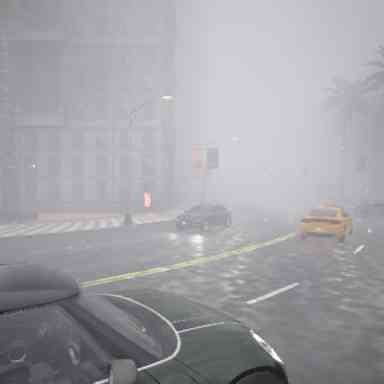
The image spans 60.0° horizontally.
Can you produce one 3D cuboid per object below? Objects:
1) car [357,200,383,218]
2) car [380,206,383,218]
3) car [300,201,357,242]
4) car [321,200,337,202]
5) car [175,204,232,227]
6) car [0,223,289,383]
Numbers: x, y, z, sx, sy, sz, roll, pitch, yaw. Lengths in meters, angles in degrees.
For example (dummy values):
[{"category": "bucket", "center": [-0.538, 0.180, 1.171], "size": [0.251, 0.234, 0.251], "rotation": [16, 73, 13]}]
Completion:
[{"category": "car", "center": [16.041, 1.480, 30.071], "size": [2.128, 1.511, 4.902], "rotation": [0, 0, 13]}, {"category": "car", "center": [9.721, 1.488, 14.680], "size": [2.128, 1.511, 4.902], "rotation": [0, 0, 32]}, {"category": "car", "center": [6.851, 1.469, 16.705], "size": [1.882, 1.535, 5.008], "rotation": [0, 0, 31]}, {"category": "car", "center": [12.671, 1.462, 31.058], "size": [1.882, 1.535, 5.008], "rotation": [0, 0, 13]}, {"category": "car", "center": [0.831, 1.497, 20.291], "size": [1.837, 1.490, 4.892], "rotation": [0, 0, 32]}, {"category": "car", "center": [-1.326, 1.349, 2.384], "size": [4.553, 1.767, 2.097], "rotation": [0, 0, -37]}]
